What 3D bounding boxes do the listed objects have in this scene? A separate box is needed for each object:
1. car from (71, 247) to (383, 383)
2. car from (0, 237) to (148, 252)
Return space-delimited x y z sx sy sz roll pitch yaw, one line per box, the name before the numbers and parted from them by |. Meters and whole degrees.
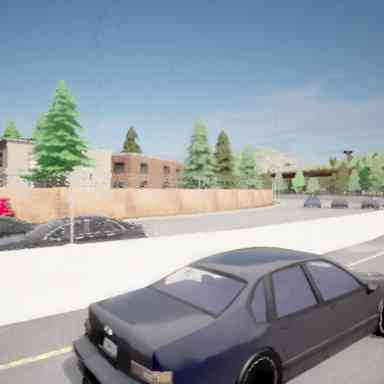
car | 1.168 1.545 4.798 5.357 1.411 2.033 0 0 -38
car | -3.716 1.512 10.188 4.892 1.490 1.837 0 0 -39
